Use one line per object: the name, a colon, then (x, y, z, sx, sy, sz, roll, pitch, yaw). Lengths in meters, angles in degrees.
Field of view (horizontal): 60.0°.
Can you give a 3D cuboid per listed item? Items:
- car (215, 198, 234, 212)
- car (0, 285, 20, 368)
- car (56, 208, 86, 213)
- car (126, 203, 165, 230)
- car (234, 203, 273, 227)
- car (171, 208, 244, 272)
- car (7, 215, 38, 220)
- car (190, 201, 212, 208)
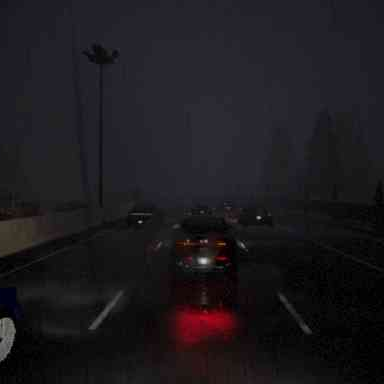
car: (3.921, 1.499, 39.559, 1.837, 1.490, 4.892, 0, 0, -4)
car: (-3.358, 1.455, 2.621, 1.882, 1.535, 5.008, 0, 0, 2)
car: (-9.883, 1.480, 27.809, 1.994, 1.385, 4.181, 0, 0, 1)
car: (-2.810, 1.457, 20.944, 2.128, 1.511, 4.902, 0, 0, 2)
car: (4.244, 1.572, 22.825, 1.994, 1.385, 4.181, 0, 0, 2)
car: (0.389, 1.499, 10.827, 1.837, 1.490, 4.892, 0, 0, 2)
car: (-13.425, 1.374, 25.154, 1.882, 1.535, 5.008, 0, 0, 1)
car: (0.836, 1.507, 30.143, 1.812, 1.442, 4.674, 0, 0, 0)
